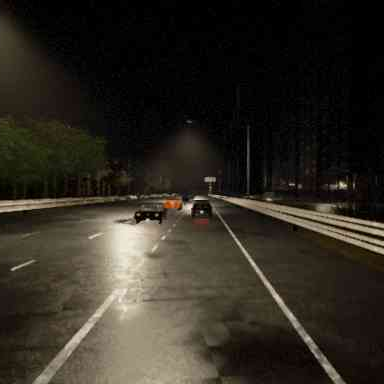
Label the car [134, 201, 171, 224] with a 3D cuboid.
[{"bbox_3d":[-2.882,1.575,24.421,1.895,1.301,4.718,0,0,2],"label":"car"}]

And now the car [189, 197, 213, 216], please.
[{"bbox_3d":[0.959,1.505,32.095,1.837,1.490,4.892,0,0,2],"label":"car"}]

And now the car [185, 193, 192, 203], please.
[{"bbox_3d":[-1.512,1.516,72.081,1.837,1.490,4.892,0,0,1],"label":"car"}]

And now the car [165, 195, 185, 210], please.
[{"bbox_3d":[-2.348,1.327,42.019,2.097,1.767,4.553,0,0,2],"label":"car"}]
